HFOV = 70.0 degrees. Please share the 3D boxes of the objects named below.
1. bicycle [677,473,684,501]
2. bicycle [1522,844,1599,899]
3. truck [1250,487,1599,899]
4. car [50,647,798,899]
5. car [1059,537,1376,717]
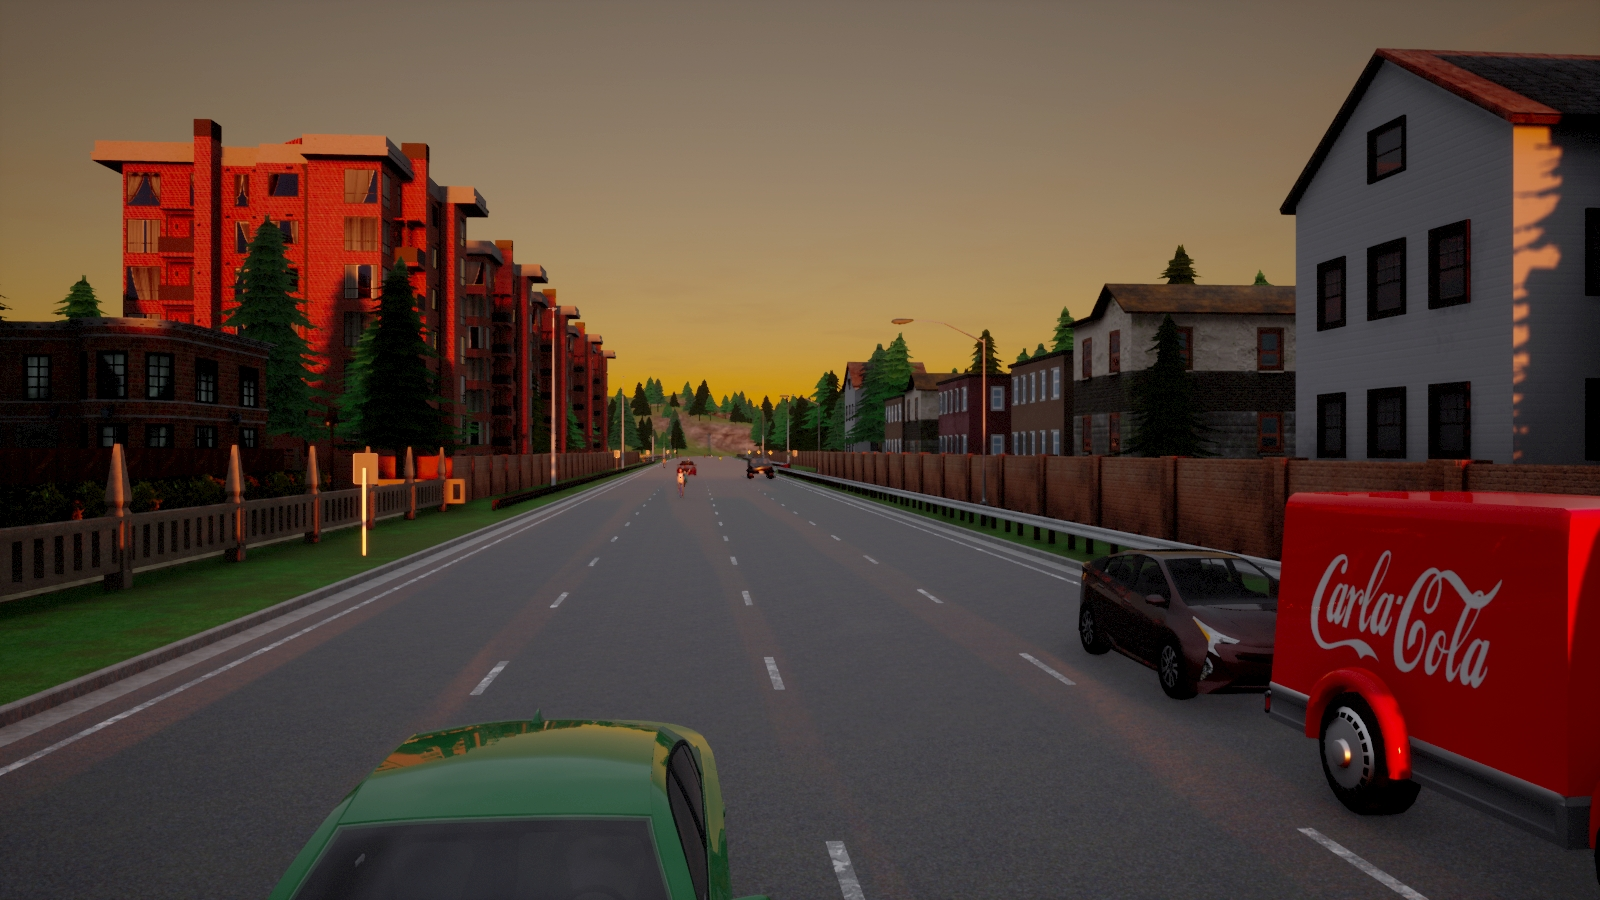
[{"bbox_3d":[-6.623,2.056,63.344,0.373,1.496,1.643,0,0,-5],"label":"bicycle"},{"bbox_3d":[2.623,2.056,2.959,0.373,1.496,1.643,0,0,-4],"label":"bicycle"},{"bbox_3d":[5.566,1.568,7.740,2.627,2.467,5.204,0,0,-5],"label":"truck"},{"bbox_3d":[-1.202,2.034,4.748,2.097,1.535,5.006,0,0,-5],"label":"car"},{"bbox_3d":[4.945,2.040,14.354,2.007,1.525,4.514,0,0,-5],"label":"car"}]
